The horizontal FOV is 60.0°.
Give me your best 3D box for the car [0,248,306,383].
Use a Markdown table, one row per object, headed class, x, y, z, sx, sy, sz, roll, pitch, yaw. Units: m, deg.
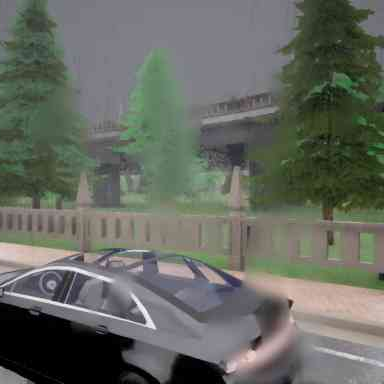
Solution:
| class | x | y | z | sx | sy | sz | roll | pitch | yaw |
| --- | --- | --- | --- | --- | --- | --- | --- | --- | --- |
| car | -1.148 | 1.492 | 4.221 | 4.902 | 1.511 | 2.128 | 0 | 0 | 33 |
